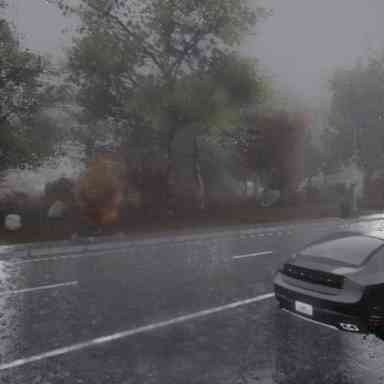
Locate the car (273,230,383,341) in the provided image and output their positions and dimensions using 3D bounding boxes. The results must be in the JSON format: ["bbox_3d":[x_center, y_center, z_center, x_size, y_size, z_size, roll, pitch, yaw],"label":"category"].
[{"bbox_3d":[3.677,1.500,6.429,4.892,1.490,1.837,0,0,-35],"label":"car"}]
